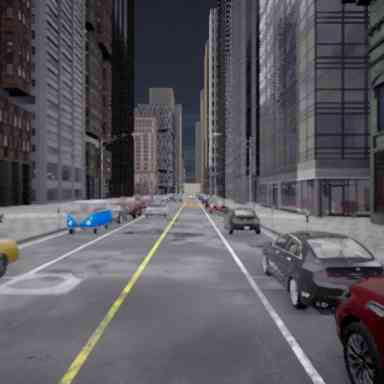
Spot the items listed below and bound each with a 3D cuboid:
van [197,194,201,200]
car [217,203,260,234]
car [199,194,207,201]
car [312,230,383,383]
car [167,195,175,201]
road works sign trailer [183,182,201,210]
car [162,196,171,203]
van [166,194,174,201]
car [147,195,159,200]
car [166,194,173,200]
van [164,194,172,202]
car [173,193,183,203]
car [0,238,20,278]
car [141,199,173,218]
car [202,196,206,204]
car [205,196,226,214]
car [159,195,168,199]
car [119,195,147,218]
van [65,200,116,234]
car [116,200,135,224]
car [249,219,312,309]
[{"bbox_3d":[2.769,1.418,80.984,1.690,1.788,3.998,0,0,0],"label":"van"},{"bbox_3d":[2.762,1.562,18.937,2.008,1.369,4.403,0,0,0],"label":"car"},{"bbox_3d":[2.768,1.603,64.061,1.887,1.381,4.507,0,0,0],"label":"car"},{"bbox_3d":[2.759,1.316,2.016,2.192,1.841,5.009,0,0,0],"label":"car"},{"bbox_3d":[-5.754,1.528,92.261,1.967,1.590,4.097,0,0,0],"label":"car"},{"bbox_3d":[0.005,0.501,44.526,2.380,3.560,2.880,0,0,0],"label":"road works sign trailer"},{"bbox_3d":[-5.756,1.595,75.169,1.752,1.417,4.829,0,0,0],"label":"car"},{"bbox_3d":[-5.755,1.423,86.621,1.690,1.788,3.998,0,0,0],"label":"van"},{"bbox_3d":[-5.761,1.349,41.495,2.192,1.841,5.009,0,0,0],"label":"car"},{"bbox_3d":[-5.757,1.615,69.698,2.008,1.369,4.403,0,0,0],"label":"car"},{"bbox_3d":[-5.756,1.417,80.980,1.690,1.788,3.998,0,0,0],"label":"van"},{"bbox_3d":[-2.991,1.560,71.873,1.837,1.490,4.892,0,0,0],"label":"car"},{"bbox_3d":[-5.764,1.529,7.480,1.752,1.417,4.829,0,0,0],"label":"car"},{"bbox_3d":[-3.095,1.622,30.151,1.895,1.301,4.718,0,0,0],"label":"car"},{"bbox_3d":[2.766,1.606,47.139,1.947,1.339,4.313,0,0,0],"label":"car"},{"bbox_3d":[2.764,1.468,35.858,1.967,1.590,4.097,0,0,0],"label":"car"},{"bbox_3d":[-5.758,1.618,58.417,1.947,1.339,4.313,0,0,0],"label":"car"},{"bbox_3d":[-5.763,1.336,30.213,2.192,1.841,5.009,0,0,0],"label":"car"},{"bbox_3d":[-5.764,1.352,18.932,1.690,1.788,3.998,0,0,0],"label":"van"},{"bbox_3d":[-5.762,1.567,24.572,2.008,1.369,4.403,0,0,0],"label":"car"},{"bbox_3d":[2.761,1.555,7.656,2.008,1.369,4.403,0,0,0],"label":"car"}]
